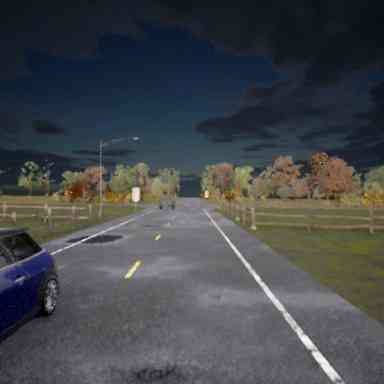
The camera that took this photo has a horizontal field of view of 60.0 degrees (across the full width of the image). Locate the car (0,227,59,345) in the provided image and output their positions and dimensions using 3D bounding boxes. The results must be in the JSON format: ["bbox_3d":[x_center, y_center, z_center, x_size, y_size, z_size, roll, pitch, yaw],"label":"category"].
[{"bbox_3d":[-3.601,1.380,4.502,2.097,1.767,4.553,0,0,0],"label":"car"}]

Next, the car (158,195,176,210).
[{"bbox_3d":[-3.507,1.423,47.679,2.150,2.045,5.566,0,0,0],"label":"car"}]
